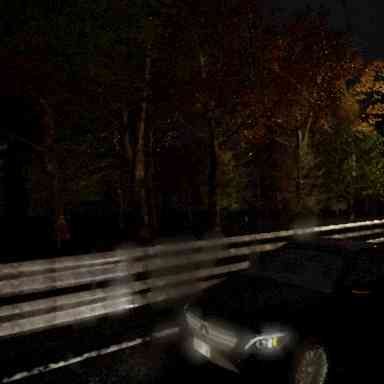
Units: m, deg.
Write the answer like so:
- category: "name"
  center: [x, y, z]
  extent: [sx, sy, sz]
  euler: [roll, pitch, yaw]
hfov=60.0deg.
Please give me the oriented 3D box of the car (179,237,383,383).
- category: "car"
  center: [2.012, 1.494, 5.132]
  extent: [4.674, 1.442, 1.812]
  euler: [0, 0, -35]
